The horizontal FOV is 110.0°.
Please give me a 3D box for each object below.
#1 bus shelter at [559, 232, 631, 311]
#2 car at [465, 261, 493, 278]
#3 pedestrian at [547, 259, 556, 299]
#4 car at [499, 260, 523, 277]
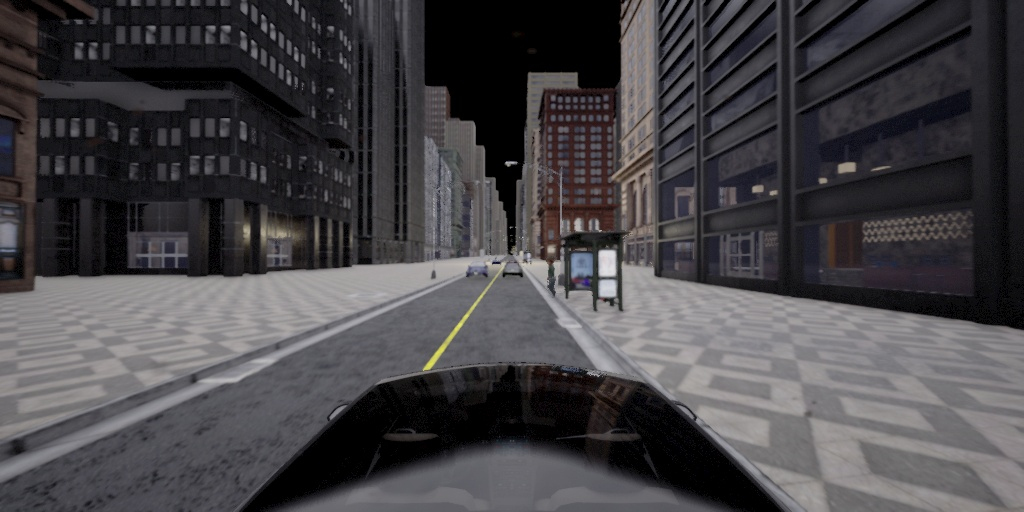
[{"bbox_3d":[3.137,0.610,13.989,1.920,2.740,3.880,0,0,0],"label":"bus shelter"},{"bbox_3d":[-3.075,1.224,33.021,1.812,1.442,4.674,0,0,0],"label":"car"},{"bbox_3d":[1.790,1.024,16.319,0.375,1.860,0.375,1,0,-10],"label":"pedestrian"},{"bbox_3d":[0.081,1.260,34.215,1.994,1.385,4.181,0,0,1],"label":"car"}]
